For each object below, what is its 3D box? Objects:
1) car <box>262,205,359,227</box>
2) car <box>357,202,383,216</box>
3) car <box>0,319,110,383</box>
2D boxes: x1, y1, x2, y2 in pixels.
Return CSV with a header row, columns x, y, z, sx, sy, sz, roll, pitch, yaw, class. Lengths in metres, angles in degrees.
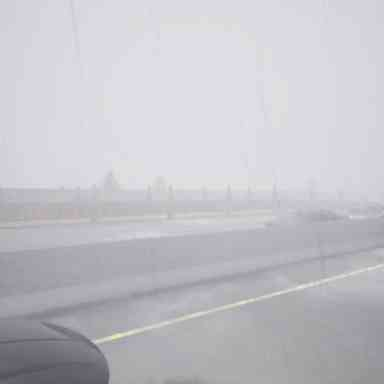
x,y,z,sx,sy,sz,roll,pitch,yaw,class
5.886,1.550,16.786,5.357,1.411,2.033,0,0,-35,car
18.229,1.715,34.147,5.357,1.411,2.033,3,-1,-35,car
-2.889,1.477,1.675,5.008,1.535,1.882,0,0,-36,car
